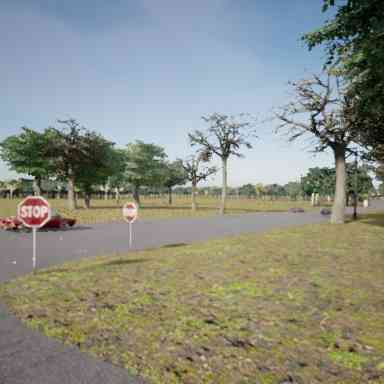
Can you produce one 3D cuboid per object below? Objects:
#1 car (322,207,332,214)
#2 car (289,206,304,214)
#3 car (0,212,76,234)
[{"bbox_3d":[27.207,3.755,66.652,1.994,1.385,4.181,1,-1,28],"label":"car"},{"bbox_3d":[21.131,3.578,67.059,1.994,1.385,4.181,1,-1,36],"label":"car"},{"bbox_3d":[-10.611,2.066,23.130,1.895,1.301,4.718,1,-1,36],"label":"car"}]
